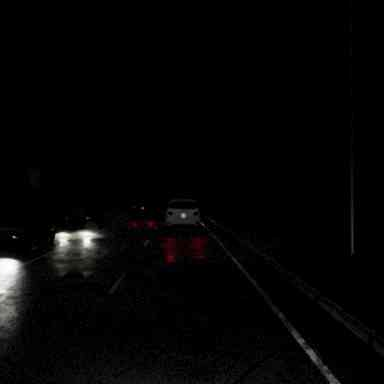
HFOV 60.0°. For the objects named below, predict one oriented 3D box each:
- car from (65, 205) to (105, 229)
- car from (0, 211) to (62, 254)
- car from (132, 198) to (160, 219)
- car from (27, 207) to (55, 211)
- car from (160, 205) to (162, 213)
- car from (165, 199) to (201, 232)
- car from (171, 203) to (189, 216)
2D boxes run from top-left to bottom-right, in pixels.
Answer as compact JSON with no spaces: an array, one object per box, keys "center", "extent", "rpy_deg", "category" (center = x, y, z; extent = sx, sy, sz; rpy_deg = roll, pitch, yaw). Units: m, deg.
[{"center":[-7.835,1.785,24.704],"extent":[1.882,1.535,5.008],"rpy_deg":[0,-1,-3],"category":"car"},{"center":[-7.413,1.734,14.215],"extent":[1.994,1.385,4.181],"rpy_deg":[0,-1,-2],"category":"car"},{"center":[-4.749,1.663,33.977],"extent":[2.150,2.045,5.566],"rpy_deg":[0,-1,-3],"category":"car"},{"center":[-11.341,1.862,24.744],"extent":[2.033,1.411,5.357],"rpy_deg":[0,-1,-3],"category":"car"},{"center":[-5.226,2.207,45.635],"extent":[1.994,1.385,4.181],"rpy_deg":[0,-1,-1],"category":"car"},{"center":[-0.620,1.480,22.172],"extent":[2.150,2.045,5.566],"rpy_deg":[0,-1,-2],"category":"car"},{"center":[-1.489,2.103,41.116],"extent":[2.033,1.411,5.357],"rpy_deg":[0,-1,-2],"category":"car"}]
